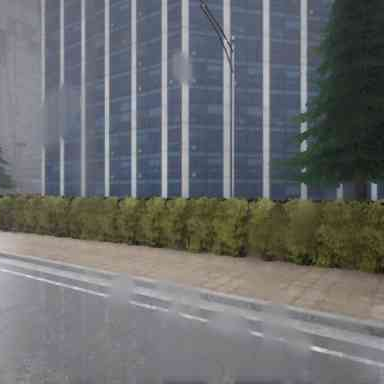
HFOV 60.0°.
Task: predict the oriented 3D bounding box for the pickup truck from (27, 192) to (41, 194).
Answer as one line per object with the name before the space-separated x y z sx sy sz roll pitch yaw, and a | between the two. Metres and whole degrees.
pickup truck | -33.617 1.059 72.137 6.274 2.098 2.390 0 0 -26
